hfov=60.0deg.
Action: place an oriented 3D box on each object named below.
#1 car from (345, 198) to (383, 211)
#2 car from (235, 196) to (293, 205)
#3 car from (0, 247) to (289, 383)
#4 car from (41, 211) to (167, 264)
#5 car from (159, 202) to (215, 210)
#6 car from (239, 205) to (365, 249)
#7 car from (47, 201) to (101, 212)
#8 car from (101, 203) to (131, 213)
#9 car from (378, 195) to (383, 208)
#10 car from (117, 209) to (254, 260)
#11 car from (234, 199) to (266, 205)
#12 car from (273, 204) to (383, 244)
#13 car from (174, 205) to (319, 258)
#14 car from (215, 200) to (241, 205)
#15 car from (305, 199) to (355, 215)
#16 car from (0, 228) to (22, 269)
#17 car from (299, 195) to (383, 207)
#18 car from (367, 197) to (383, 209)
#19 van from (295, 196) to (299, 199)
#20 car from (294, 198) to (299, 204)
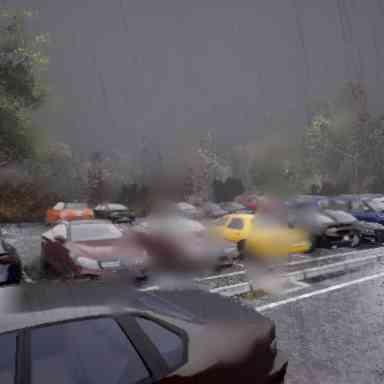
[{"bbox_3d":[22.297,1.541,42.090,2.231,1.521,4.892,-1,0,-35],"label":"car"},{"bbox_3d":[6.021,1.364,30.624,2.435,2.045,5.566,1,0,-35],"label":"car"},{"bbox_3d":[-1.569,1.548,2.564,5.357,1.411,2.033,0,0,-35],"label":"car"},{"bbox_3d":[-2.815,1.464,9.087,2.002,1.452,4.674,1,0,-35],"label":"car"},{"bbox_3d":[-0.831,1.535,25.855,2.231,1.521,4.892,1,0,-35],"label":"car"},{"bbox_3d":[4.126,1.507,13.953,2.097,1.535,5.008,1,0,-35],"label":"car"},{"bbox_3d":[-7.742,1.324,20.957,2.185,1.767,4.553,1,0,-35],"label":"car"},{"bbox_3d":[-5.549,1.476,22.529,2.097,1.535,5.008,1,0,-35],"label":"car"},{"bbox_3d":[29.112,1.350,46.905,2.185,1.767,4.553,-1,0,-35],"label":"car"},{"bbox_3d":[-0.503,1.491,10.711,2.002,1.452,4.674,1,0,-35],"label":"car"},{"bbox_3d":[3.709,1.617,28.999,2.163,1.488,4.792,1,0,-35],"label":"car"},{"bbox_3d":[6.432,1.535,15.585,2.097,1.535,5.008,1,0,-35],"label":"car"},{"bbox_3d":[1.704,1.476,12.485,1.946,1.575,5.366,1,0,-35],"label":"car"},{"bbox_3d":[1.398,1.590,27.376,2.163,1.488,4.792,1,0,-35],"label":"car"},{"bbox_3d":[15.350,1.636,37.245,2.163,1.488,4.792,-1,0,-35],"label":"car"},{"bbox_3d":[-5.144,1.425,7.484,2.163,1.488,4.792,1,0,-35],"label":"car"},{"bbox_3d":[8.766,1.311,17.184,2.435,2.045,5.566,1,0,-35],"label":"car"},{"bbox_3d":[26.817,1.497,45.262,2.097,1.535,5.008,-1,0,-35],"label":"car"},{"bbox_3d":[13.122,1.402,35.497,1.878,1.987,4.442,-1,0,-35],"label":"van"},{"bbox_3d":[8.326,1.640,32.270,2.097,1.535,5.008,1,-1,-35],"label":"car"}]
